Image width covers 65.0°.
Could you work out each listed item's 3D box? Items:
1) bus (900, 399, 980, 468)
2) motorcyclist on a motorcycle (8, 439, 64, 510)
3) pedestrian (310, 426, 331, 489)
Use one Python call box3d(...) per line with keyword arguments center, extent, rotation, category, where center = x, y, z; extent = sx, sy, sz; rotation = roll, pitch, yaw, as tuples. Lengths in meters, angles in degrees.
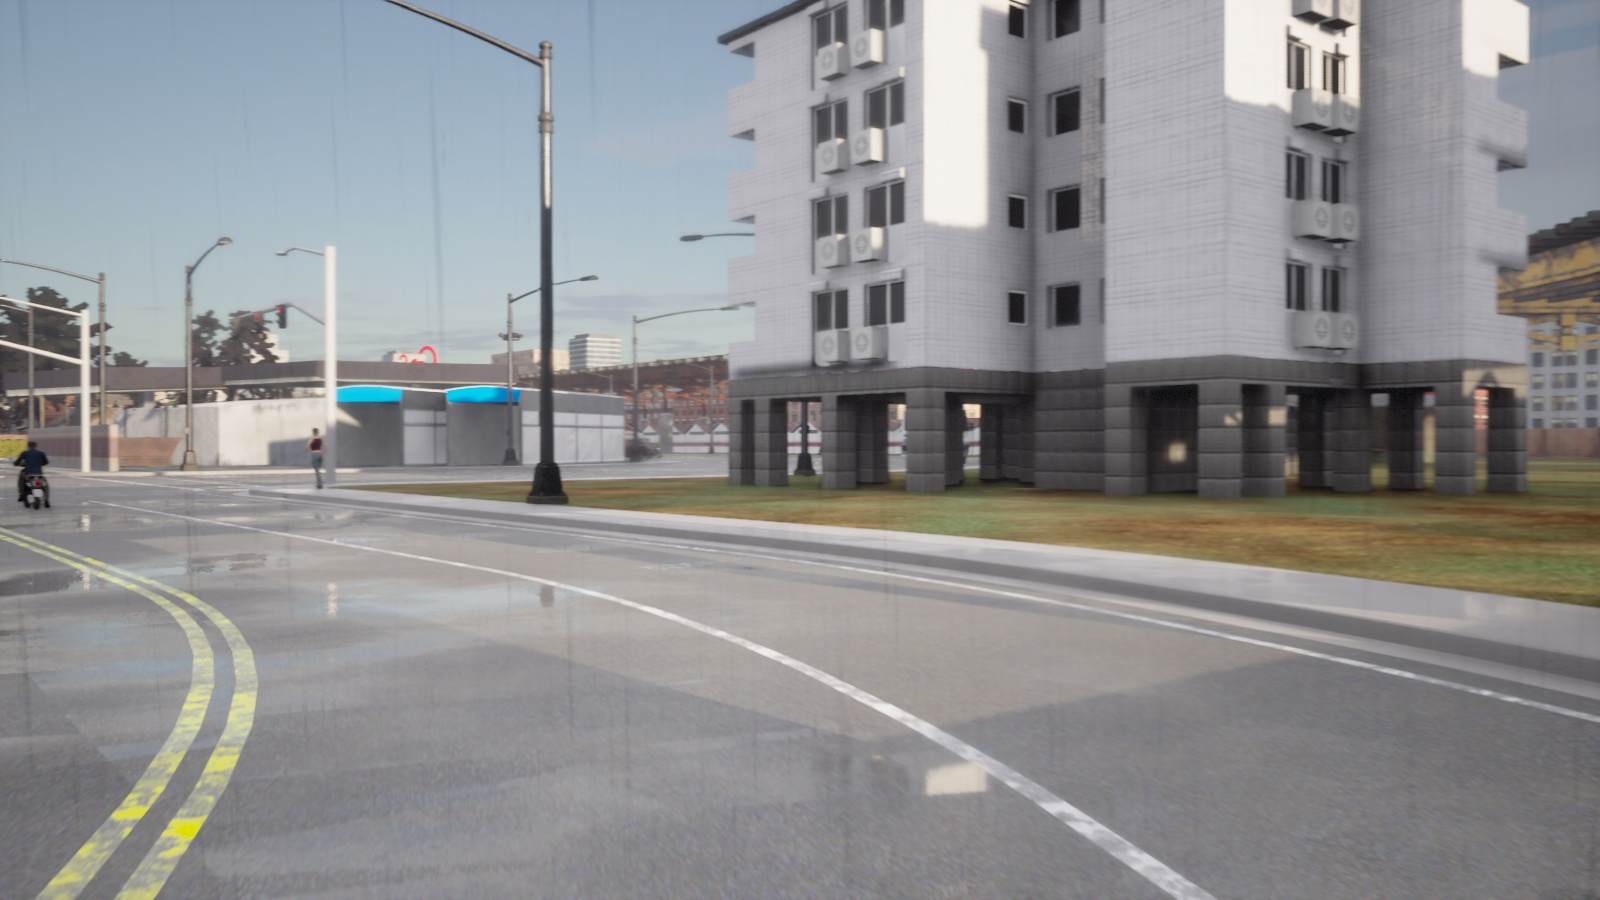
box3d(center=(9.578, -1.116, 84.464), extent=(3.944, 4.253, 10.273), rotation=(1, 1, 14), category="bus")
box3d(center=(-17.863, 0.549, 29.342), extent=(0.866, 1.590, 1.817), rotation=(0, 0, -39), category="motorcyclist on a motorcycle")
box3d(center=(-14.157, 0.209, 37.064), extent=(0.594, 1.836, 0.345), rotation=(0, 0, 41), category="pedestrian")
